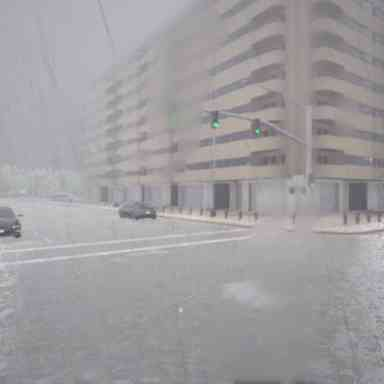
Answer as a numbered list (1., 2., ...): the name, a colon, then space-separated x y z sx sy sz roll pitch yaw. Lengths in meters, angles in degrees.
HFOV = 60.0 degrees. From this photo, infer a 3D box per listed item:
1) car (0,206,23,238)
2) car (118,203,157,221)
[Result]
1. car: -9.950 1.507 16.956 1.837 1.490 4.892 0 0 -35
2. car: -4.630 1.586 27.823 1.994 1.385 4.181 0 0 -35
